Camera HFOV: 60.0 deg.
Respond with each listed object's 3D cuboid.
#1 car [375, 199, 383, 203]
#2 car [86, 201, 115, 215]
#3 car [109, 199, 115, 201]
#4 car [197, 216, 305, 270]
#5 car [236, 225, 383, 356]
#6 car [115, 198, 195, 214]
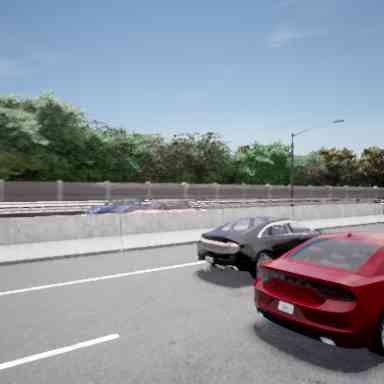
[{"bbox_3d":[28.911,1.636,48.931,4.718,1.301,1.895,0,0,-32],"label":"car"},{"bbox_3d":[-4.003,1.510,22.570,5.357,1.411,2.033,0,0,-35],"label":"car"},{"bbox_3d":[-5.772,1.300,25.592,4.553,1.767,2.097,-1,1,-35],"label":"car"},{"bbox_3d":[2.413,1.469,9.719,4.902,1.511,2.128,0,0,-35],"label":"car"},{"bbox_3d":[3.338,1.460,6.089,5.008,1.535,1.882,0,0,-35],"label":"car"},{"bbox_3d":[-1.882,1.317,19.773,4.553,1.767,2.097,0,0,-35],"label":"car"}]
